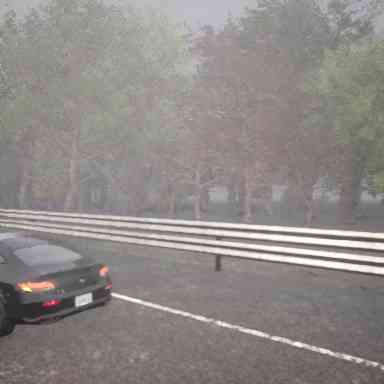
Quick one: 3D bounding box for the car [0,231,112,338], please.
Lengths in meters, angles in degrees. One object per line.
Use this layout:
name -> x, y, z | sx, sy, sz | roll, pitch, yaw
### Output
car -> -3.557, 1.516, 6.553 | 4.674, 1.442, 1.812 | 0, 0, 36
